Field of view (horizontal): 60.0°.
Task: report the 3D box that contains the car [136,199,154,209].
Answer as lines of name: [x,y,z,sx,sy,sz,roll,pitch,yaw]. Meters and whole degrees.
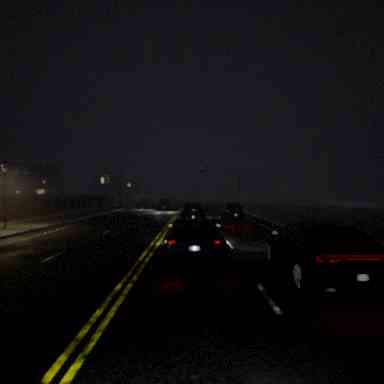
car: [-6.558,1.646,47.038,2.033,1.411,5.357,0,0,0]

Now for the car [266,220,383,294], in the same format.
car: [3.327,1.492,8.908,1.882,1.535,5.008,0,0,0]

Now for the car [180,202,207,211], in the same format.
car: [0.087,1.554,26.677,1.837,1.490,4.892,0,0,0]

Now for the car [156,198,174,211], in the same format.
car: [-3.331,1.590,42.016,1.837,1.490,4.892,0,0,0]

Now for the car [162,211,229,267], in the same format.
car: [0.085,1.583,11.506,1.994,1.385,4.181,0,0,0]

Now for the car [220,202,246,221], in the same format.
car: [3.340,1.576,27.533,1.812,1.442,4.674,0,0,0]
